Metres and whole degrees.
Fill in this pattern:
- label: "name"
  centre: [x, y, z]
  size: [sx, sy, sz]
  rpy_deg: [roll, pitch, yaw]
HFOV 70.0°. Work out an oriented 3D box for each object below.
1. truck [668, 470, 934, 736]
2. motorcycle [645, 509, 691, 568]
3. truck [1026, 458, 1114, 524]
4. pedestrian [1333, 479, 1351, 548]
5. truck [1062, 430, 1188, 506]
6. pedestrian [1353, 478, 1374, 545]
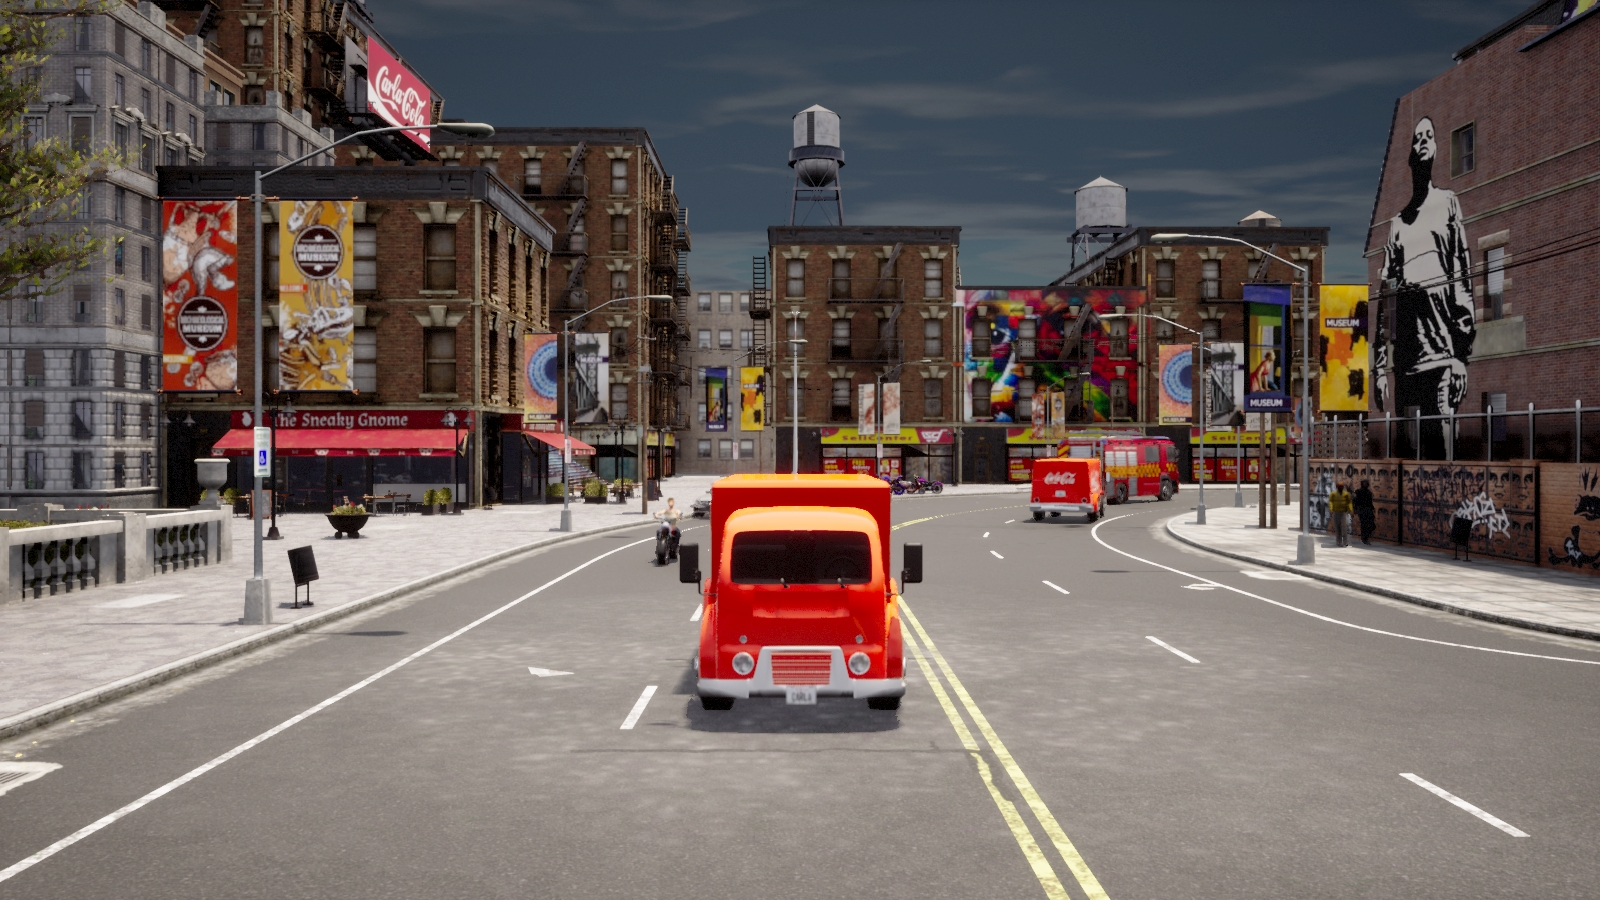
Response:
- label: "truck"
  centre: [0.003, 1.562, 13.904]
  size: [2.627, 2.467, 5.204]
  rpy_deg: [0, 1, 0]
- label: "motorcycle"
  centre: [-3.261, 2.181, 28.431]
  size: [0.764, 1.277, 2.356]
  rpy_deg: [0, 0, 3]
- label: "truck"
  centre: [11.100, 1.587, 46.638]
  size: [2.627, 2.467, 5.204]
  rpy_deg: [0, 0, 23]
- label: "pedestrian"
  centre: [14.657, 1.709, 30.887]
  size: [0.375, 1.860, 0.375]
  rpy_deg: [0, 0, 12]
- label: "truck"
  centre: [17.581, 0.915, 61.434]
  size: [2.891, 3.827, 8.468]
  rpy_deg: [0, 0, 44]
- label: "pedestrian"
  centre: [15.763, 1.709, 31.973]
  size: [0.375, 1.860, 0.375]
  rpy_deg: [0, 0, -11]
